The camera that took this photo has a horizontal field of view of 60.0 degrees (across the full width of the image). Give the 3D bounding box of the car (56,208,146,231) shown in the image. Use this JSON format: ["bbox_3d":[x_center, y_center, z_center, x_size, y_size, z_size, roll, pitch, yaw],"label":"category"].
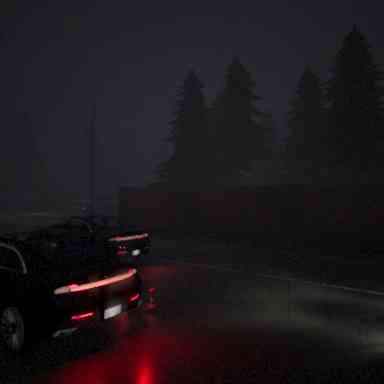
[{"bbox_3d":[-3.528,1.492,10.825,4.902,1.511,2.128,0,0,37],"label":"car"}]

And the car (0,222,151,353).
[{"bbox_3d":[-3.093,1.492,6.170,4.902,1.511,2.128,0,0,36],"label":"car"}]

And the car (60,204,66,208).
[{"bbox_3d":[-12.978,1.603,39.155,1.895,1.301,4.718,0,0,35],"label":"car"}]

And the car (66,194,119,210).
[{"bbox_3d":[-10.558,1.223,36.602,2.150,2.045,5.566,0,0,32],"label":"car"}]
